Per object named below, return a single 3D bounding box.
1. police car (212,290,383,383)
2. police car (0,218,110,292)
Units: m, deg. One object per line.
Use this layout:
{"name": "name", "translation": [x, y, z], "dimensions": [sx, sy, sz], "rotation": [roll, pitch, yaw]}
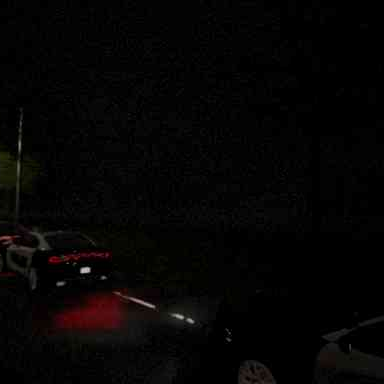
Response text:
{"name": "police car", "translation": [2.409, 1.645, 3.153], "dimensions": [1.930, 1.638, 5.238], "rotation": [4, -4, -44]}
{"name": "police car", "translation": [-4.500, 1.843, 10.380], "dimensions": [1.930, 1.638, 5.238], "rotation": [4, -4, -44]}
